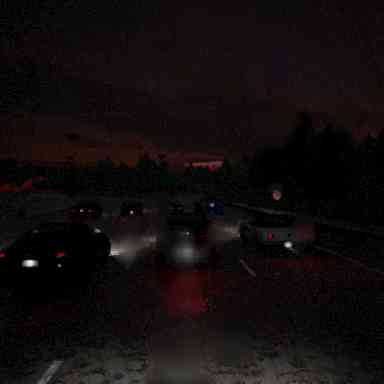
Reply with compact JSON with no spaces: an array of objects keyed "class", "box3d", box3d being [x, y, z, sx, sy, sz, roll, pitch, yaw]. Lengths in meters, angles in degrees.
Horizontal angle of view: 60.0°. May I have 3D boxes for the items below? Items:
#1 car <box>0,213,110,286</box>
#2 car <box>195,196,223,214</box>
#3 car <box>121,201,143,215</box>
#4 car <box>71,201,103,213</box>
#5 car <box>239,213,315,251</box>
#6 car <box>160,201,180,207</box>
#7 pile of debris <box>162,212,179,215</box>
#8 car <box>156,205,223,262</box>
[{"class":"car","box3d":[-3.623,1.528,9.319,1.994,1.385,4.181,0,0,-2]},{"class":"car","box3d":[1.486,1.191,31.079,2.097,1.767,4.553,0,0,-7]},{"class":"car","box3d":[-5.586,1.462,31.311,1.895,1.301,4.718,0,0,-8]},{"class":"car","box3d":[-8.563,1.438,27.325,2.033,1.411,5.357,0,0,-7]},{"class":"car","box3d":[3.199,1.522,13.675,1.895,1.301,4.718,0,0,-3]},{"class":"car","box3d":[-1.961,1.454,30.612,1.895,1.301,4.718,0,0,-8]},{"class":"pile of debris","box3d":[-2.024,2.027,30.937,1.500,0.140,1.860,0,0,-8]},{"class":"car","box3d":[-0.228,1.446,11.828,1.837,1.490,4.892,0,0,-3]}]
